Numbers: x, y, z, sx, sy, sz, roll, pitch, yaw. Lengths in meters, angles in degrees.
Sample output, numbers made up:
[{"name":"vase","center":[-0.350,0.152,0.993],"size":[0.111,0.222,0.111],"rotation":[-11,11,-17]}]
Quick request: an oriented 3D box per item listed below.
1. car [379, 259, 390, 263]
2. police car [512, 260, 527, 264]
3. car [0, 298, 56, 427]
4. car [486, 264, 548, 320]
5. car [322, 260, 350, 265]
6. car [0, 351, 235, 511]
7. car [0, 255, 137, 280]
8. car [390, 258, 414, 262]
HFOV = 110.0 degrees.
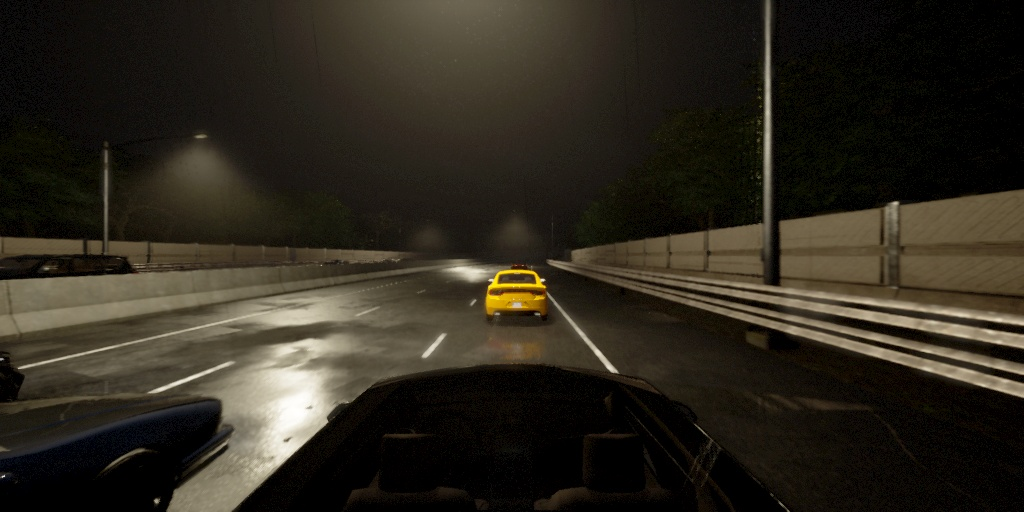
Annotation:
[{"name":"car","center":[-19.718,1.272,56.564],"size":[2.128,1.511,4.902],"rotation":[0,0,3]},{"name":"police car","center":[0.911,1.289,43.735],"size":[2.038,1.542,4.974],"rotation":[0,0,2]},{"name":"car","center":[-6.889,1.273,2.365],"size":[1.812,1.442,4.674],"rotation":[0,0,0]},{"name":"car","center":[0.174,1.226,12.671],"size":[1.882,1.535,5.008],"rotation":[0,0,1]},{"name":"car","center":[-23.614,1.245,48.169],"size":[2.128,1.511,4.902],"rotation":[0,0,3]},{"name":"car","center":[-3.399,1.297,0.690],"size":[2.033,1.411,5.357],"rotation":[0,0,0]},{"name":"car","center":[-17.521,0.959,13.412],"size":[2.150,2.045,5.566],"rotation":[0,0,1]},{"name":"car","center":[-16.312,1.136,54.803],"size":[2.097,1.767,4.553],"rotation":[0,0,3]}]
